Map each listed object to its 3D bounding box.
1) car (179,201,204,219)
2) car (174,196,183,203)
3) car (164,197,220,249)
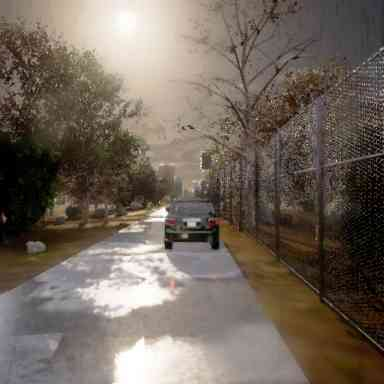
[{"bbox_3d":[-0.048,1.577,29.656,1.994,1.385,4.181,0,0,0],"label":"car"},{"bbox_3d":[-3.123,1.781,75.957,1.882,1.535,5.008,0,-1,-1],"label":"car"},{"bbox_3d":[-0.008,1.258,14.683,2.150,2.045,5.566,0,0,0],"label":"car"}]
